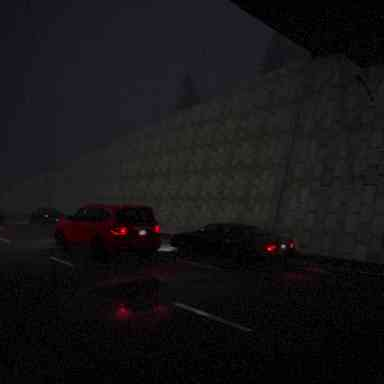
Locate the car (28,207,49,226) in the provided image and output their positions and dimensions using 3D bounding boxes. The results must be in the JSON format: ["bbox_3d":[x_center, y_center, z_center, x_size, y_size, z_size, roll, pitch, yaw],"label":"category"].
[{"bbox_3d":[-12.038,2.000,27.580,1.812,1.442,4.674,3,-2,-43],"label":"car"}]

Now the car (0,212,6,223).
[{"bbox_3d":[-17.510,1.979,28.298,1.895,1.301,4.718,3,-2,-43],"label":"car"}]

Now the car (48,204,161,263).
[{"bbox_3d":[-3.542,1.506,13.422,2.150,2.045,5.566,3,-2,-43],"label":"car"}]

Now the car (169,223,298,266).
[{"bbox_3d":[1.413,1.932,13.236,2.033,1.411,5.357,3,-2,-43],"label":"car"}]
